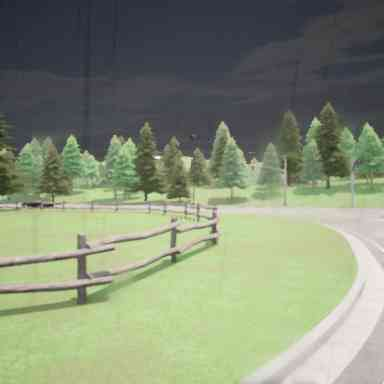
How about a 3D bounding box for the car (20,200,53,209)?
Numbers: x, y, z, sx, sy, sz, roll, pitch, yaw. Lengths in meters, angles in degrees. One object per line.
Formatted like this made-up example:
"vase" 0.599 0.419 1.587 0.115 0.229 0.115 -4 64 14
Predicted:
"car" -23.462 1.857 50.180 4.718 1.301 1.895 0 0 20
